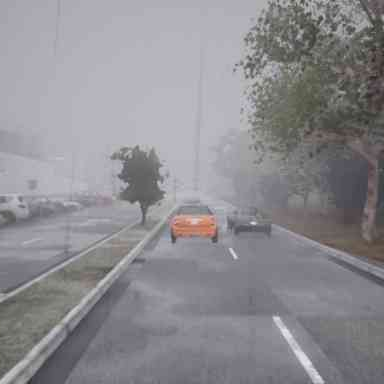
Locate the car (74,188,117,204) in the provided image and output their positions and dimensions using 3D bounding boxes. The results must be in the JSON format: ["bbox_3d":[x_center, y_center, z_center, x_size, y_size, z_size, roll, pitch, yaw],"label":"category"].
[{"bbox_3d":[-13.786,0.844,46.053,5.566,2.045,2.435,-1,1,-20],"label":"car"}]

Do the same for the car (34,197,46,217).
[{"bbox_3d":[-13.849,1.423,25.014,4.792,1.488,2.163,-1,1,-20],"label":"car"}]

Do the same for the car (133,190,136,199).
[{"bbox_3d":[-13.763,0.743,64.049,4.553,1.767,2.185,-1,1,-20],"label":"car"}]

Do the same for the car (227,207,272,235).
[{"bbox_3d":[3.103,1.520,18.704,1.994,1.385,4.181,0,0,0],"label":"car"}]

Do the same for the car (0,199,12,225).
[{"bbox_3d":[-13.656,1.440,19.087,5.366,1.575,1.946,-1,0,-20],"label":"car"}]

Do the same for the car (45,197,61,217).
[{"bbox_3d":[-13.824,1.403,28.039,4.674,1.452,2.002,-1,0,-20],"label":"car"}]

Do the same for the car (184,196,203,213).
[{"bbox_3d":[0.106,1.282,34.729,1.837,1.490,4.892,0,1,0],"label":"car"}]

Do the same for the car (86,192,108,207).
[{"bbox_3d":[-13.783,1.169,43.054,4.792,1.488,2.163,-1,1,-20],"label":"car"}]

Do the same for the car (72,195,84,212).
[{"bbox_3d":[-13.819,1.320,34.038,4.674,1.452,2.002,-1,1,-20],"label":"car"}]

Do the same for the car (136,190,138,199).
[{"bbox_3d":[-13.824,0.715,67.035,4.553,1.767,2.185,-1,0,-20],"label":"car"}]

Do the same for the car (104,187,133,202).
[{"bbox_3d":[-13.825,0.683,58.022,5.566,2.045,2.435,-1,1,-20],"label":"car"}]

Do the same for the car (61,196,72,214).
[{"bbox_3d":[-13.851,1.196,31.025,4.553,1.767,2.185,-1,1,-20],"label":"car"}]

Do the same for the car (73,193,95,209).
[{"bbox_3d":[-13.807,1.235,37.037,5.008,1.535,2.097,-1,1,-20],"label":"car"}]

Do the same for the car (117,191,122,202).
[{"bbox_3d":[-13.630,1.044,49.108,5.366,1.575,1.946,-1,1,-20],"label":"car"}]

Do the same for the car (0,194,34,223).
[{"bbox_3d":[-13.855,1.171,22.012,5.566,2.045,2.435,-1,1,-20],"label":"car"}]

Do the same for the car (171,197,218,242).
[{"bbox_3d":[0.103,1.322,16.408,2.097,1.767,4.553,0,0,0],"label":"car"}]
